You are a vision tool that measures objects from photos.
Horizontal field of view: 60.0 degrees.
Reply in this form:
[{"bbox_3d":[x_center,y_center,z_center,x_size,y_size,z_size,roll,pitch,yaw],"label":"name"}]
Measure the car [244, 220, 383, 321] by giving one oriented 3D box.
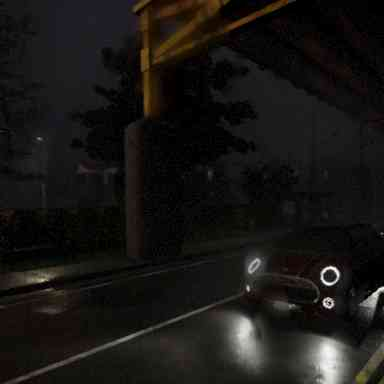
[{"bbox_3d":[3.168,1.545,7.879,2.097,1.767,4.553,-3,-2,43],"label":"car"}]
